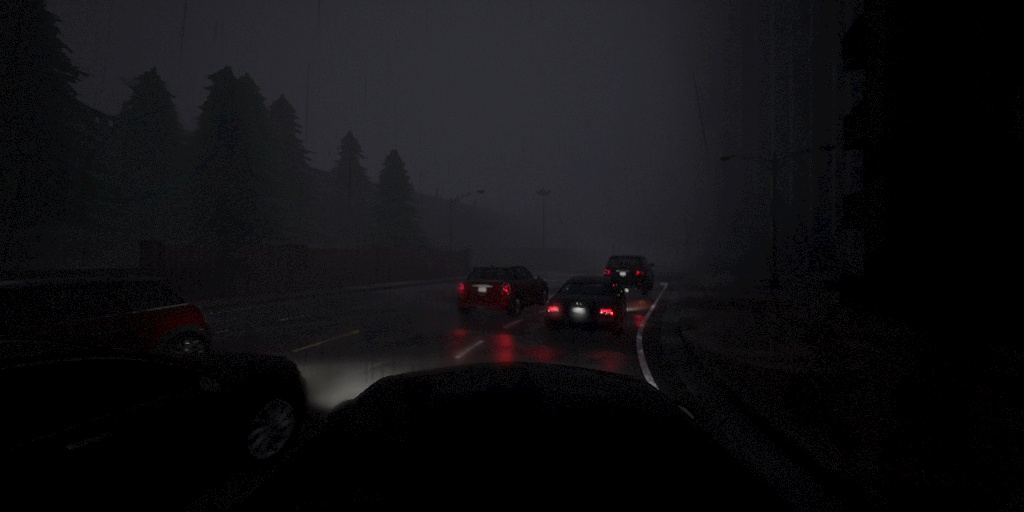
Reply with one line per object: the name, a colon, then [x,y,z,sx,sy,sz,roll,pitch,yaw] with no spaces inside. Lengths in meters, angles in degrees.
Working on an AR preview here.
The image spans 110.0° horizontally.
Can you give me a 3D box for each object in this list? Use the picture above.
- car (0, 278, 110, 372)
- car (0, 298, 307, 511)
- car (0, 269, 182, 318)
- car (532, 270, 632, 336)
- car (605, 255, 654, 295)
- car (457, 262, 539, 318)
car: [-9.992,1.239,5.377,2.128,1.511,4.902,0,0,9]
car: [-3.238,1.251,2.012,1.837,1.490,4.892,0,-1,2]
car: [-6.616,1.100,4.477,2.097,1.767,4.553,0,0,9]
car: [2.356,1.294,10.562,2.033,1.411,5.357,0,0,19]
car: [6.600,0.966,20.038,2.150,2.045,5.566,0,0,25]
car: [-0.156,1.097,13.403,2.097,1.767,4.553,0,0,22]
